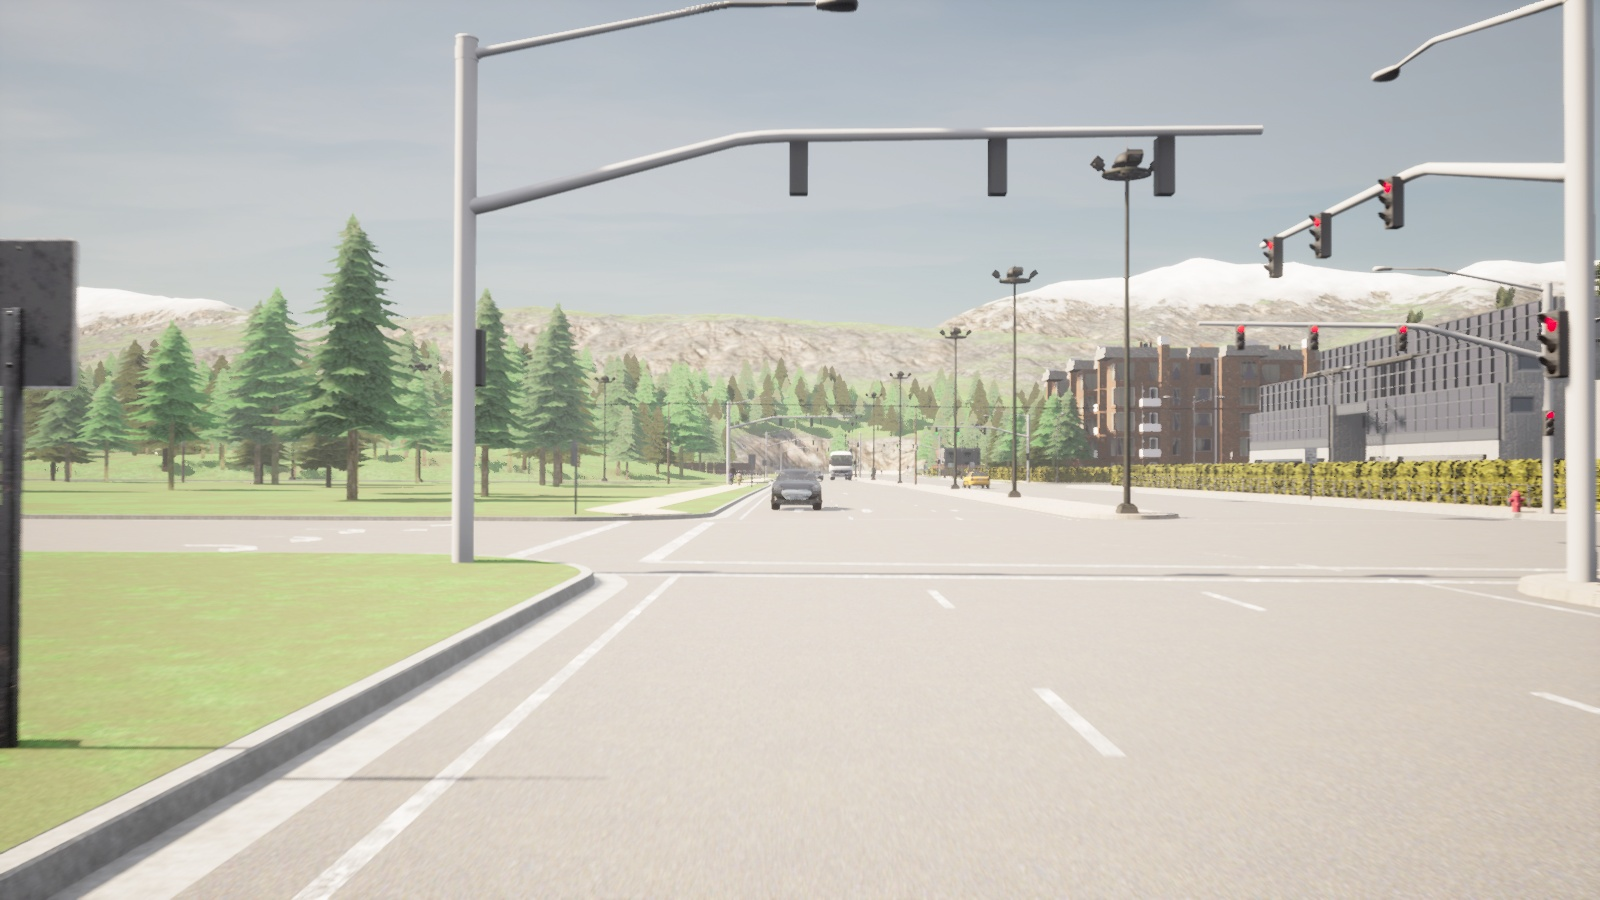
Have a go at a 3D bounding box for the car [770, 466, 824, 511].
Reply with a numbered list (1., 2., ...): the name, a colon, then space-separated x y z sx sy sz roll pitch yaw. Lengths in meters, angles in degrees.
1. car: -0.123 1.503 49.541 2.033 1.649 4.856 0 -1 0
